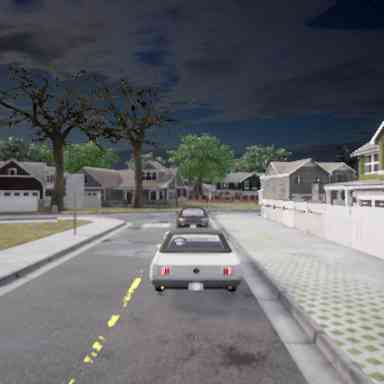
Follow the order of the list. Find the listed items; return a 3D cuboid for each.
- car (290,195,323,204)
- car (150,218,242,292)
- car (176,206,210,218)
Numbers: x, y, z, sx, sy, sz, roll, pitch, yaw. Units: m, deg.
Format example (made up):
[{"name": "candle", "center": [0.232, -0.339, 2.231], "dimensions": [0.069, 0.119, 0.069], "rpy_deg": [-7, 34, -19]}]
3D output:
[{"name": "car", "center": [13.617, 1.356, 41.261], "dimensions": [5.566, 2.045, 2.150], "rpy_deg": [0, 0, -18]}, {"name": "car", "center": [0.083, 1.613, 8.891], "dimensions": [1.895, 1.301, 4.718], "rpy_deg": [0, 0, 0]}, {"name": "car", "center": [0.059, 1.553, 19.137], "dimensions": [1.812, 1.442, 4.674], "rpy_deg": [0, 0, 0]}]
